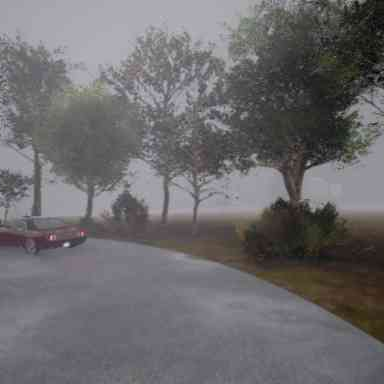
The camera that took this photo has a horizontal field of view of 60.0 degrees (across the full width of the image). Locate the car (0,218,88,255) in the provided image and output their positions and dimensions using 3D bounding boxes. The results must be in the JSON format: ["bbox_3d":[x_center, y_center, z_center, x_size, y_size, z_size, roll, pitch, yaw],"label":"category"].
[{"bbox_3d":[-6.559,1.710,13.748,4.718,1.301,1.895,-1,0,34],"label":"car"}]
